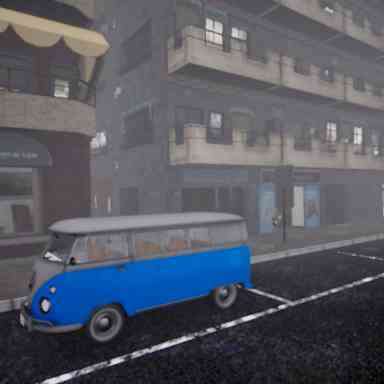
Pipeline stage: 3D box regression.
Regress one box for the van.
[{"bbox_3d":[-0.747,1.304,6.028,3.998,1.788,1.690,-1,0,-35],"label":"van"}]
